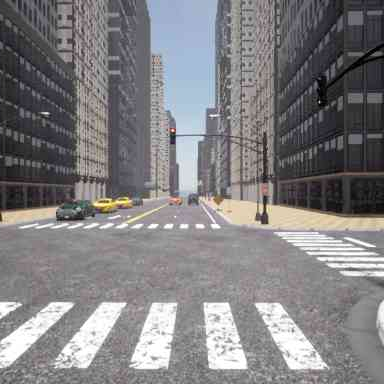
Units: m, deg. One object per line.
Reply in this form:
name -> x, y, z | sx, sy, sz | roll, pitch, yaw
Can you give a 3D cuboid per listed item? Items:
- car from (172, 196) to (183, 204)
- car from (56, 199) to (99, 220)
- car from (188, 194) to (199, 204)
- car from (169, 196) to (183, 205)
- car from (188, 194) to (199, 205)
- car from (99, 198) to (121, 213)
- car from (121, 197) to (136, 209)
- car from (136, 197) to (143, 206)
car -> -2.978, 1.633, 70.104 | 2.128, 1.511, 4.902 | 0, 0, 0
car -> -9.769, 1.374, 28.208 | 2.097, 1.767, 4.553 | 0, 0, 0
car -> 0.274, 1.361, 70.335 | 2.150, 2.045, 5.566 | 0, 0, 0
car -> -2.978, 1.452, 59.916 | 2.097, 1.767, 4.553 | 0, 0, 0
car -> 0.272, 1.606, 60.127 | 1.837, 1.490, 4.892 | 0, 0, 0
car -> -9.745, 1.516, 37.395 | 1.882, 1.535, 5.008 | 0, 0, 0
car -> -9.712, 1.538, 47.077 | 1.882, 1.535, 5.008 | 0, 0, 0
car -> -9.641, 1.640, 57.725 | 2.033, 1.411, 5.357 | 0, 0, 1
